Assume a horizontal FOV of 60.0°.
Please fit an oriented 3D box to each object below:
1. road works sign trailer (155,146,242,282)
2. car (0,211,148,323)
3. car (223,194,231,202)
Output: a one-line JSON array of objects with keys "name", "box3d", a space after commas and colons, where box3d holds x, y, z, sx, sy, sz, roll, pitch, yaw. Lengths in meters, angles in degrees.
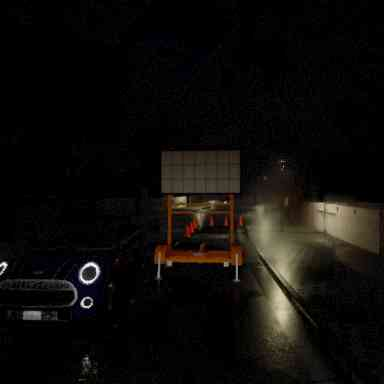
[{"name": "road works sign trailer", "box3d": [0.264, 0.471, 9.864, 2.380, 3.560, 2.880, 0, 0, 5]}, {"name": "car", "box3d": [-2.393, 1.358, 7.485, 2.097, 1.767, 4.553, 0, 0, 3]}, {"name": "car", "box3d": [9.290, 1.451, 86.719, 2.150, 2.045, 5.566, 0, -1, 1]}]
